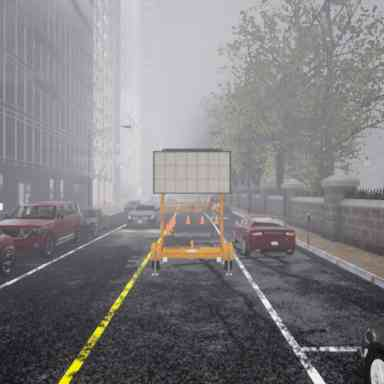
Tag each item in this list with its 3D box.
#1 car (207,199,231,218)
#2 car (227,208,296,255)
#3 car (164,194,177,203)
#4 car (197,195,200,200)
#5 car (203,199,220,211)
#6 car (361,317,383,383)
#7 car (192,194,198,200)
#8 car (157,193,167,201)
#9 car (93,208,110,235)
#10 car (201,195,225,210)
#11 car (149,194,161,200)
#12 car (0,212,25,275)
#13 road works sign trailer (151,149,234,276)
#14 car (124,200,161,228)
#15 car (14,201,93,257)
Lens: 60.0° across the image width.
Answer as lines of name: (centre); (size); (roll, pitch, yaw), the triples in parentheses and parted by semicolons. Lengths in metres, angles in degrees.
car: (2.625, 1.547, 29.727); (1.802, 1.307, 4.206); (0, 0, -1)
car: (2.695, 1.539, 13.069); (1.887, 1.381, 4.507); (0, 0, 0)
car: (-3.996, 1.449, 64.706); (1.895, 1.301, 4.718); (0, 0, -1)
car: (2.215, 1.464, 46.408); (2.008, 1.369, 4.403); (0, 0, -2)
car: (2.361, 1.514, 40.851); (1.802, 1.307, 4.206); (0, 0, -2)
car: (2.693, 1.551, 1.947); (2.008, 1.369, 4.403); (0, 0, 0)
car: (1.195, 1.326, 85.313); (2.008, 1.369, 4.403); (0, 0, -1)
car: (-7.187, 1.109, 79.794); (2.192, 1.841, 5.009); (0, 0, -2)
car: (-5.829, 1.553, 18.577); (1.947, 1.339, 4.313); (0, 0, 0)
car: (2.508, 1.265, 35.292); (2.192, 1.841, 5.009); (0, 0, -2)
car: (-6.606, 1.455, 57.563); (1.802, 1.307, 4.206); (0, 0, -2)
car: (-5.832, 1.439, 7.457); (1.967, 1.590, 4.097); (0, 0, 0)
road works sign trailer: (0.002, 0.461, 10.350); (2.380, 3.560, 2.880); (0, 0, 0)
car: (-3.122, 1.507, 22.308); (1.812, 1.442, 4.674); (0, 0, 0)
car: (-5.830, 1.309, 13.015); (2.192, 1.841, 5.009); (0, 0, 0)
